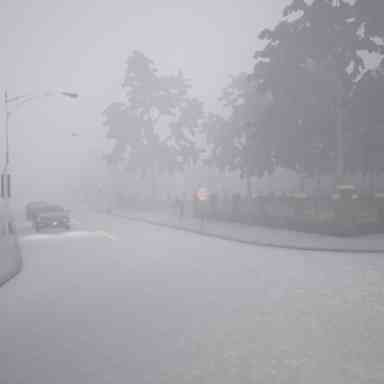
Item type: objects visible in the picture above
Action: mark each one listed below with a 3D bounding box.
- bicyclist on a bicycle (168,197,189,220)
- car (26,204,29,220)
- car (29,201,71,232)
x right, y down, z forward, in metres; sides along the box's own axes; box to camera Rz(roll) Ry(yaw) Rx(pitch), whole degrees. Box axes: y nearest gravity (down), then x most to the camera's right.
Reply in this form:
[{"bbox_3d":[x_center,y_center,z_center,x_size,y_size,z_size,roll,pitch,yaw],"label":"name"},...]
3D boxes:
[{"bbox_3d":[-0.954,1.207,23.801,1.656,1.620,0.582,-2,1,-29],"label":"bicyclist on a bicycle"},{"bbox_3d":[-13.264,1.510,28.815,1.882,1.535,5.008,-1,0,-29],"label":"car"},{"bbox_3d":[-8.810,1.517,20.676,1.837,1.490,4.892,-1,0,-29],"label":"car"}]
